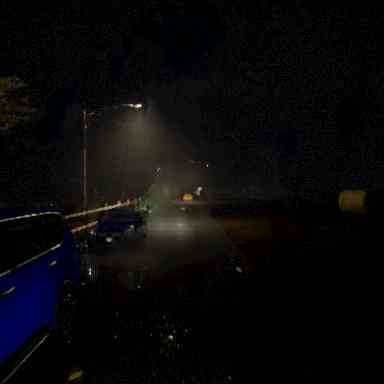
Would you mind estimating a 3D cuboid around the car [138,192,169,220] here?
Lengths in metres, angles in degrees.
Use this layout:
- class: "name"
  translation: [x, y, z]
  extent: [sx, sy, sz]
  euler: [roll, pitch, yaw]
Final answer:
- class: "car"
  translation: [-3.018, 1.038, 26.648]
  extent: [2.150, 2.045, 5.566]
  euler: [0, 1, -2]

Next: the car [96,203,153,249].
- class: "car"
  translation: [-2.961, 1.420, 14.134]
  extent: [1.812, 1.442, 4.674]
  euler: [0, 0, -1]

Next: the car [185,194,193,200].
- class: "car"
  translation: [-0.700, 1.176, 81.838]
  extent: [1.994, 1.385, 4.181]
  euler: [0, 0, 0]

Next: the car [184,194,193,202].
- class: "car"
  translation: [-0.764, 1.242, 71.437]
  extent: [1.882, 1.535, 5.008]
  euler: [0, 0, 2]

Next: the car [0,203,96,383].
- class: "car"
  translation: [-2.869, 1.200, 3.395]
  extent: [2.150, 2.045, 5.566]
  euler: [0, 0, -1]
